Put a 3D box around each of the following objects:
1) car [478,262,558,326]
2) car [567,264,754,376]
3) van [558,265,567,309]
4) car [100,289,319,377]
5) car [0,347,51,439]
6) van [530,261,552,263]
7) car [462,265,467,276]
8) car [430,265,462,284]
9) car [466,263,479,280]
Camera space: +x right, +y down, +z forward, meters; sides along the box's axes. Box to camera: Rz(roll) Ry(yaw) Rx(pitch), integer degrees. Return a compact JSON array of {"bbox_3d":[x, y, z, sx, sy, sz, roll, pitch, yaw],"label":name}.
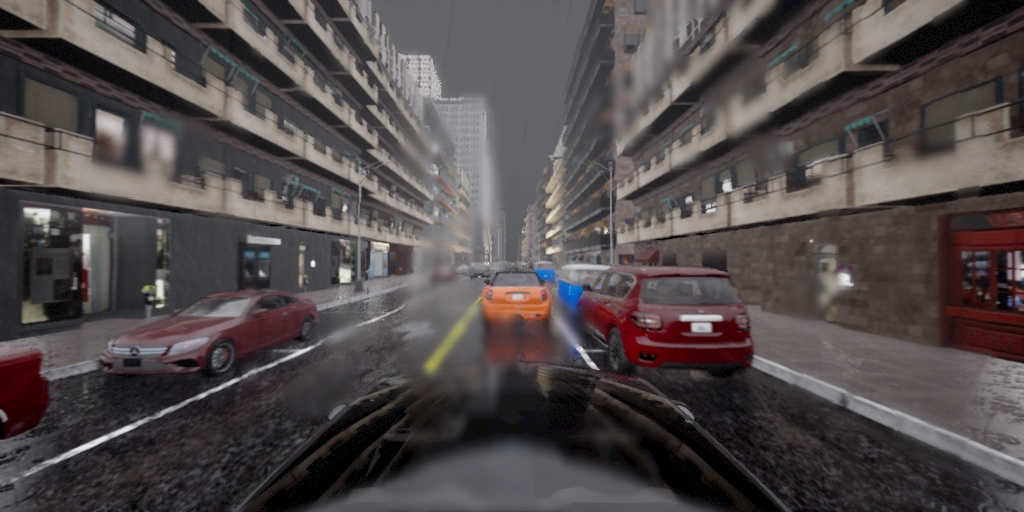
[{"bbox_3d":[0.115,1.205,12.298,2.097,1.767,4.553,0,-1,-1],"label":"car"},{"bbox_3d":[2.690,1.120,7.473,2.192,1.841,5.009,0,0,0],"label":"car"},{"bbox_3d":[2.690,1.202,13.155,1.690,1.789,3.998,0,0,0],"label":"van"},{"bbox_3d":[-5.690,1.387,7.470,1.802,1.307,4.207,0,0,0],"label":"car"},{"bbox_3d":[-5.689,1.296,1.787,1.888,1.381,4.507,0,0,0],"label":"car"},{"bbox_3d":[2.688,1.369,30.201,1.690,1.789,3.998,0,0,0],"label":"van"},{"bbox_3d":[-5.694,1.691,41.563,2.007,1.370,4.403,0,0,0],"label":"car"},{"bbox_3d":[-5.693,1.573,30.198,1.888,1.381,4.507,0,0,0],"label":"car"},{"bbox_3d":[-3.060,1.638,36.548,2.033,1.411,5.357,0,-1,1],"label":"car"}]
